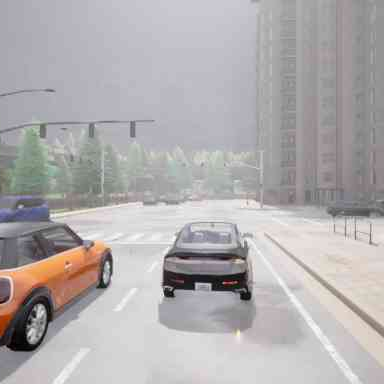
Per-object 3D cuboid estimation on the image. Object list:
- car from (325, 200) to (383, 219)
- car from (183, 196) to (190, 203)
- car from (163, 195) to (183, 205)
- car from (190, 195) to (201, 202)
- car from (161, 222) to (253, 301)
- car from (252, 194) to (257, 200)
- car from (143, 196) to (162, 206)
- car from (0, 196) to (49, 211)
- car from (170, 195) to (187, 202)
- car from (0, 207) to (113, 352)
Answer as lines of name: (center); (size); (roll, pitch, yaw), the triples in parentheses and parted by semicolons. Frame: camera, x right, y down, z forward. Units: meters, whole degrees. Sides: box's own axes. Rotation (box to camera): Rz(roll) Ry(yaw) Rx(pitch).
car: (14.472, 1.560, 29.652); (4.892, 1.490, 1.837); (0, 0, 3)
car: (-2.432, 1.547, 68.119); (2.033, 1.411, 5.357); (0, 0, 8)
car: (-3.276, 1.352, 58.399); (2.097, 1.767, 4.553); (0, 0, 3)
car: (0.503, 1.477, 77.956); (1.882, 1.535, 5.008); (0, 0, 25)
car: (0.501, 1.492, 8.408); (2.128, 1.511, 4.902); (0, 0, 7)
car: (18.810, 1.355, 90.890); (4.553, 1.767, 2.097); (0, 0, -20)
car: (-6.942, 1.547, 56.409); (2.033, 1.411, 5.357); (0, 0, 4)
car: (-9.562, 1.221, 17.447); (2.150, 2.045, 5.566); (0, 0, 4)
car: (-3.163, 1.477, 78.415); (1.882, 1.535, 5.008); (0, 0, 25)
car: (-3.105, 1.352, 6.410); (2.097, 1.767, 4.553); (0, 0, 4)
